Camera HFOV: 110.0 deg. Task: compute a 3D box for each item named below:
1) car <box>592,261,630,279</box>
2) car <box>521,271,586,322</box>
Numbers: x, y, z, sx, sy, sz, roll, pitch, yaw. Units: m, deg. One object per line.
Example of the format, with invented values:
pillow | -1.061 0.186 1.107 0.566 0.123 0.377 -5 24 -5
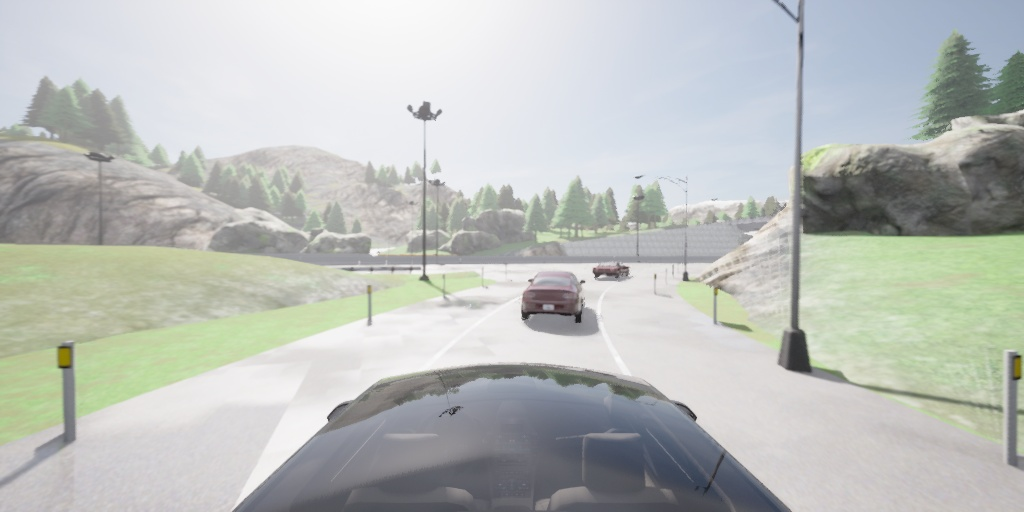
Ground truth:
car | 8.013 1.069 28.617 1.895 1.301 4.718 1 1 31
car | 1.472 1.218 12.109 1.812 1.442 4.674 0 1 12
